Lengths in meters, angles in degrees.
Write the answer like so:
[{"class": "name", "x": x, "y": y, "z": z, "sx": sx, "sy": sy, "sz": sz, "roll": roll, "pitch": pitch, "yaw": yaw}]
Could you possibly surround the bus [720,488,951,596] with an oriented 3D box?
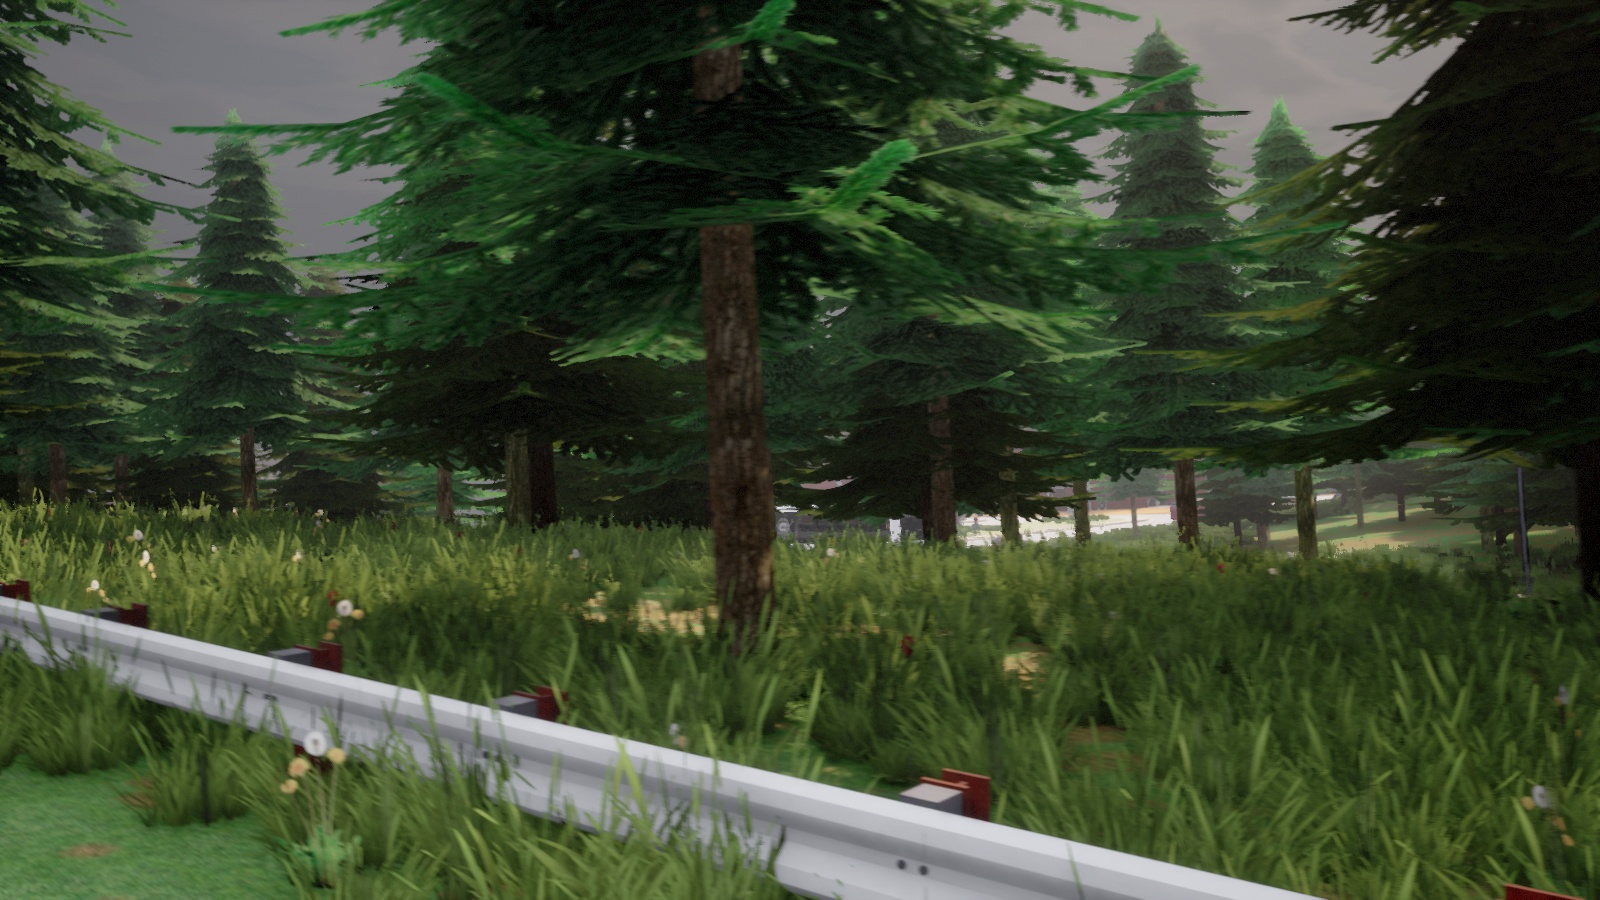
[{"class": "bus", "x": 1.389, "y": 4.230, "z": 56.753, "sx": 10.273, "sy": 4.253, "sz": 3.944, "roll": -6, "pitch": -3, "yaw": 45}]
